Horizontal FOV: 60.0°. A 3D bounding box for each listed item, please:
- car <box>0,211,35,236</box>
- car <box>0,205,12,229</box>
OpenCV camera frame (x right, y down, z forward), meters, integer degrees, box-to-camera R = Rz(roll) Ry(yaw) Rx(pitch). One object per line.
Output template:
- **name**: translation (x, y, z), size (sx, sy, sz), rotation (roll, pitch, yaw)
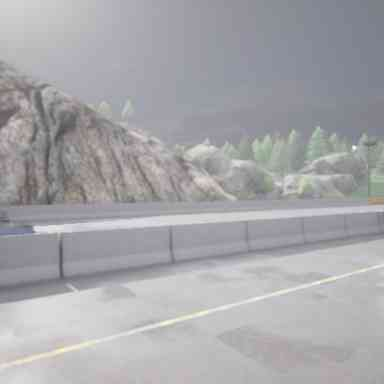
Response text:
- **car**: translation (-8.097, 1.548, 11.114), size (5.357, 1.411, 2.033), rotation (0, 0, -36)
- **car**: translation (-13.918, 1.548, 19.858), size (5.357, 1.411, 2.033), rotation (0, 0, -35)
